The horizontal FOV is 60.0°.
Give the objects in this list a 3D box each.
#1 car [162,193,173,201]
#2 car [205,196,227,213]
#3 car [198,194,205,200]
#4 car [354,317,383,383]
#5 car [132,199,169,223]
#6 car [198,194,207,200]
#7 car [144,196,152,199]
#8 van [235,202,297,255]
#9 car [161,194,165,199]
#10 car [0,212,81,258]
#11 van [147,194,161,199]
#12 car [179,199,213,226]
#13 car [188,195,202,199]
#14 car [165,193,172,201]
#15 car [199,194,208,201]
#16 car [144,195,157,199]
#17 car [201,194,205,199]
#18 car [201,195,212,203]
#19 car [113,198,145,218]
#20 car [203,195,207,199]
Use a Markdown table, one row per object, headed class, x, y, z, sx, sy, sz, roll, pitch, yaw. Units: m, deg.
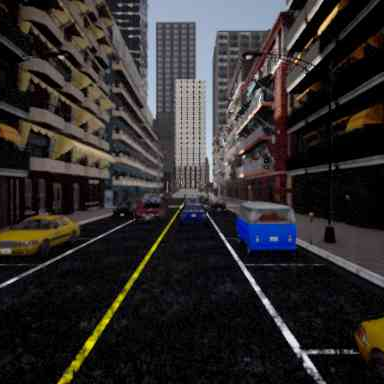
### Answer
| class | x | y | z | sx | sy | sz | roll | pitch | yaw |
| --- | --- | --- | --- | --- | --- | --- | --- | --- | --- |
| car | -5.711 | 1.084 | 79.048 | 2.192 | 1.841 | 5.009 | -1 | 0 | 0 |
| car | 2.678 | 1.443 | 34.850 | 2.008 | 1.369 | 4.403 | -1 | 0 | 0 |
| car | 2.671 | 1.266 | 90.253 | 1.752 | 1.417 | 4.829 | -1 | 0 | 0 |
| car | 2.683 | 1.519 | 1.879 | 1.752 | 1.417 | 4.829 | -1 | 0 | 0 |
| car | -3.003 | 1.490 | 24.952 | 1.812 | 1.442 | 4.674 | 0 | 0 | 0 |
| car | 2.672 | 1.306 | 84.560 | 2.008 | 1.369 | 4.403 | -1 | 0 | 0 |
| car | -5.702 | 1.437 | 34.862 | 1.887 | 1.381 | 4.507 | 0 | 0 | 0 |
| van | 2.679 | 1.300 | 12.757 | 1.690 | 1.788 | 3.998 | -1 | 0 | 0 |
| car | -5.706 | 1.284 | 51.432 | 1.967 | 1.590 | 4.097 | -1 | 0 | 0 |
| car | -5.700 | 1.485 | 12.598 | 1.752 | 1.417 | 4.829 | 0 | 0 | 0 |
| van | -5.706 | 1.201 | 45.909 | 1.690 | 1.788 | 3.998 | -1 | 0 | 0 |
| car | 0.097 | 1.476 | 22.828 | 2.033 | 1.411 | 5.357 | 0 | 0 | 0 |
| car | 0.095 | 1.461 | 45.798 | 1.895 | 1.301 | 4.718 | 0 | 0 | 0 |
| car | -5.707 | 1.364 | 68.003 | 1.947 | 1.339 | 4.313 | -1 | 0 | 0 |
| car | 2.673 | 1.314 | 79.037 | 1.887 | 1.381 | 4.507 | -1 | 0 | 0 |
| car | -5.704 | 1.420 | 40.386 | 1.887 | 1.381 | 4.507 | 0 | 0 | 0 |
| car | 2.675 | 1.379 | 56.944 | 2.008 | 1.369 | 4.403 | -1 | 0 | 0 |
| car | 2.674 | 1.338 | 62.638 | 1.752 | 1.417 | 4.829 | -1 | 0 | 0 |
| car | -5.701 | 1.474 | 29.338 | 1.947 | 1.339 | 4.313 | 0 | 0 | 0 |
| car | 2.678 | 1.426 | 40.373 | 2.008 | 1.369 | 4.403 | -1 | 0 | 0 |
